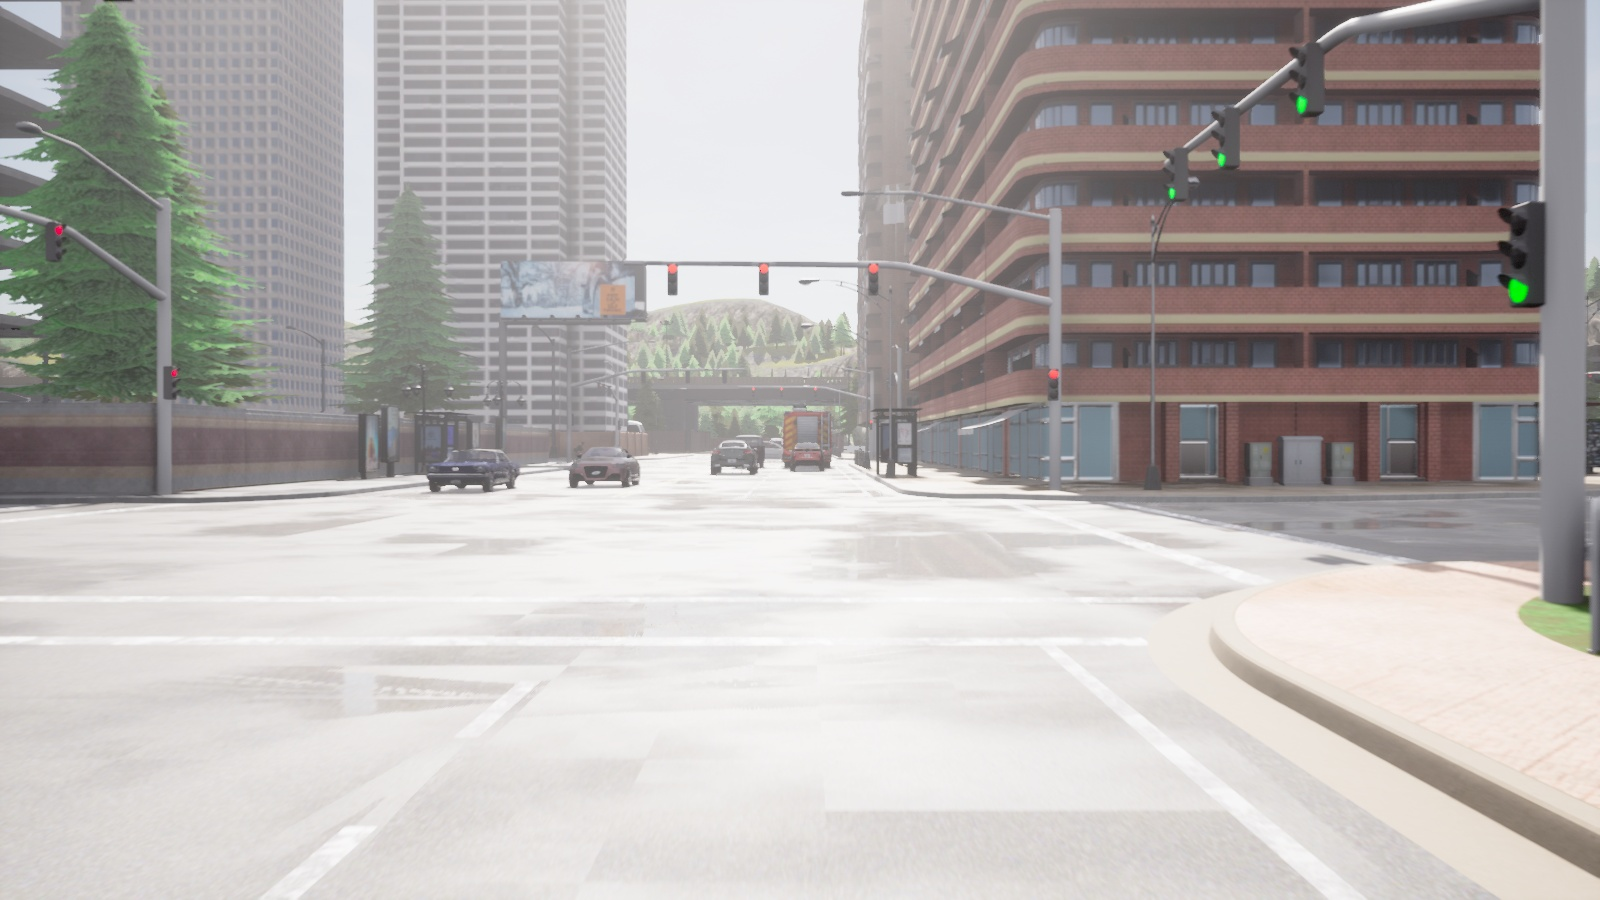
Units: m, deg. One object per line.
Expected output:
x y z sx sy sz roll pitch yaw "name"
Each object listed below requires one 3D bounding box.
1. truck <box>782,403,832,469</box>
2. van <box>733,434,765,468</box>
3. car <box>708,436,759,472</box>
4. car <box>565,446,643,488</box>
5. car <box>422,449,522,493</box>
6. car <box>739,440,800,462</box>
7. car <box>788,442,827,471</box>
0.448 -0.852 77.008 2.891 3.827 8.468 0 0 0 "truck"
-3.059 0.069 75.953 1.775 1.987 4.442 0 0 0 "van"
-3.145 0.181 60.574 2.152 1.651 5.027 0 0 0 "car"
-6.734 0.560 43.517 1.994 1.385 4.181 0 0 1 "car"
-10.263 0.615 39.604 1.895 1.301 4.718 0 0 0 "car"
-2.282 0.047 96.241 4.611 1.667 2.242 0 0 1 "car"
0.391 0.316 66.998 2.007 1.525 4.514 0 0 0 "car"
